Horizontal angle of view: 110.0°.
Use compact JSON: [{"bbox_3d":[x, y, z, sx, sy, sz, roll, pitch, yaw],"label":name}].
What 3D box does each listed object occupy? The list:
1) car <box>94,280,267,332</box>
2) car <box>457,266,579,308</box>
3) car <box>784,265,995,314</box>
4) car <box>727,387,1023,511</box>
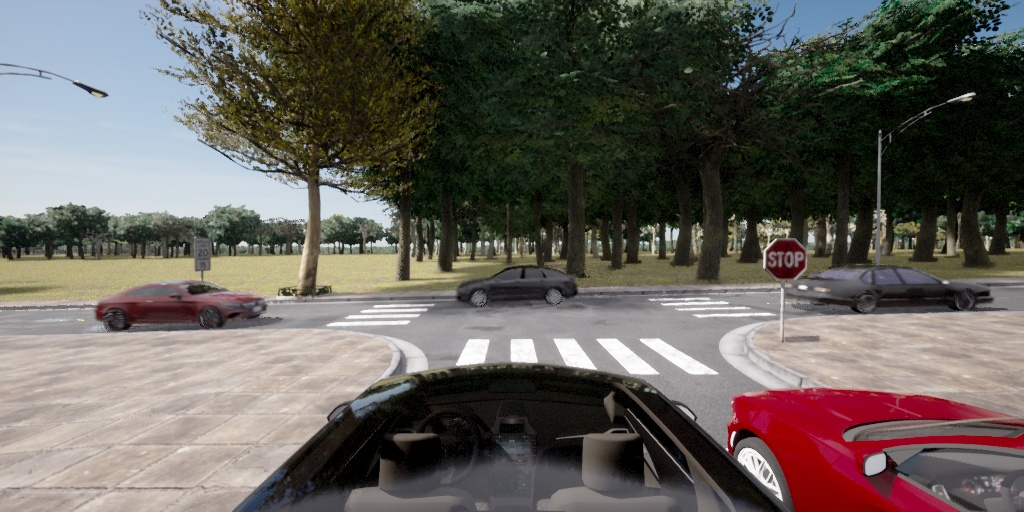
[{"bbox_3d":[-10.577,1.514,11.591,4.674,1.442,1.812,-1,1,0],"label":"car"},{"bbox_3d":[0.208,1.185,14.561,4.892,1.490,1.837,-1,1,0],"label":"car"},{"bbox_3d":[11.937,1.006,11.634,5.357,1.411,2.033,-1,1,0],"label":"car"},{"bbox_3d":[2.638,1.295,1.177,1.888,1.381,4.507,0,0,0],"label":"car"}]
